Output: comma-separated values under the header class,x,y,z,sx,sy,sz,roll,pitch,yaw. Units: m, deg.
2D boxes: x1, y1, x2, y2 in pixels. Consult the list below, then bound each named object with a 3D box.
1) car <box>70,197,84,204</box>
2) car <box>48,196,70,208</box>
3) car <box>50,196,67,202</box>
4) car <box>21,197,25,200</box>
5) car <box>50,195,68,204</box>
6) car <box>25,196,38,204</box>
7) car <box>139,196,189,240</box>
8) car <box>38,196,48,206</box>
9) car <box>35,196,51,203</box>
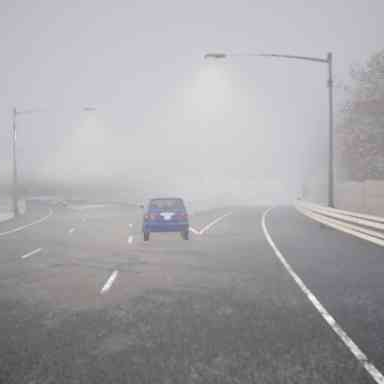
class,x,y,z,sx,sy,sz,roll,pitch,yaw
car,-24.595,1.760,70.124,1.895,1.301,4.718,-1,0,-40
car,-20.656,1.754,51.528,1.895,1.301,4.718,-1,0,-29
car,-31.234,1.587,77.828,4.674,1.442,1.812,0,0,44
car,-36.350,1.668,73.051,4.181,1.385,1.994,0,0,44
car,-27.228,1.553,67.826,2.097,1.767,4.553,-1,0,-40
car,-31.926,1.724,68.078,1.882,1.535,5.008,-1,0,-40
car,-1.496,1.222,17.298,2.150,2.045,5.566,0,0,-9
car,-26.195,1.703,60.601,1.837,1.490,4.892,-1,0,-35
car,-33.792,1.613,75.440,4.674,1.442,1.812,0,0,44
